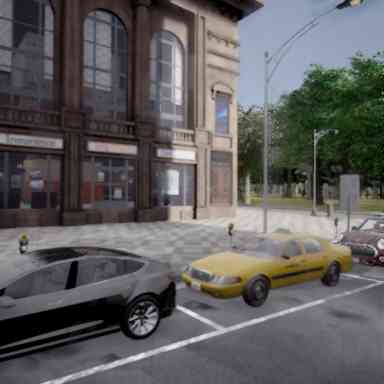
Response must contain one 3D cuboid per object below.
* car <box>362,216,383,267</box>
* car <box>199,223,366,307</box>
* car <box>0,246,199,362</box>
[{"bbox_3d":[6.611,1.566,11.360,4.097,1.590,1.967,1,-1,-35],"label":"car"},{"bbox_3d":[2.045,1.592,8.105,4.829,1.417,1.752,1,-1,-35],"label":"car"},{"bbox_3d":[-2.245,1.576,5.048,4.313,1.339,1.947,1,-1,-35],"label":"car"}]
